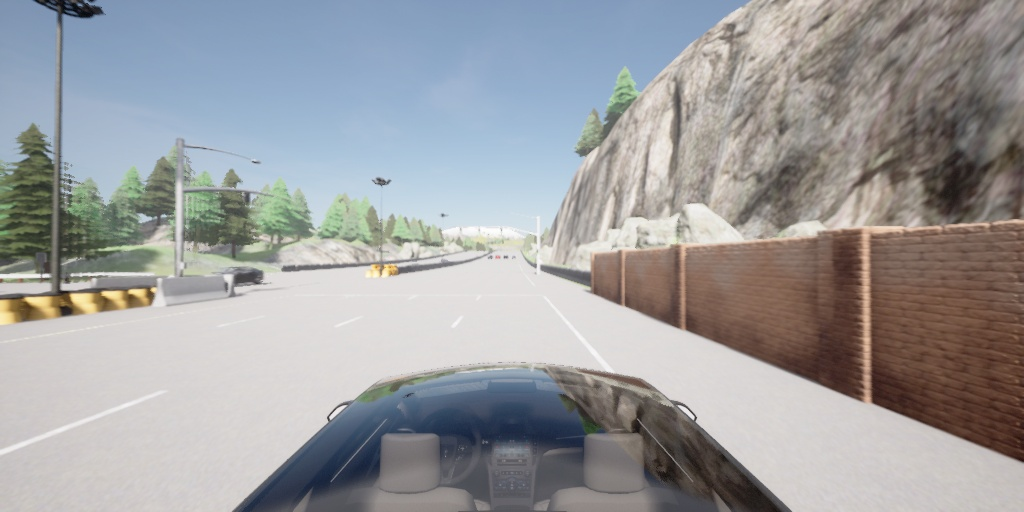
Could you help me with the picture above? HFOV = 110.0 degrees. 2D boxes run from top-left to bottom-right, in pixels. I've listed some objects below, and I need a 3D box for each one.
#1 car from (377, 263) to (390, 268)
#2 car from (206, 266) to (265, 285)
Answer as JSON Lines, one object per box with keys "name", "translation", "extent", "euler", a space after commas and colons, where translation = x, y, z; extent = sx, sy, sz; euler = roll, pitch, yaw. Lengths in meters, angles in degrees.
{"name": "car", "translation": [-20.974, 1.895, 58.131], "extent": [1.837, 1.490, 4.892], "euler": [0, 2, 0]}
{"name": "car", "translation": [-20.998, 1.550, 27.094], "extent": [2.128, 1.511, 4.902], "euler": [0, -1, 0]}
